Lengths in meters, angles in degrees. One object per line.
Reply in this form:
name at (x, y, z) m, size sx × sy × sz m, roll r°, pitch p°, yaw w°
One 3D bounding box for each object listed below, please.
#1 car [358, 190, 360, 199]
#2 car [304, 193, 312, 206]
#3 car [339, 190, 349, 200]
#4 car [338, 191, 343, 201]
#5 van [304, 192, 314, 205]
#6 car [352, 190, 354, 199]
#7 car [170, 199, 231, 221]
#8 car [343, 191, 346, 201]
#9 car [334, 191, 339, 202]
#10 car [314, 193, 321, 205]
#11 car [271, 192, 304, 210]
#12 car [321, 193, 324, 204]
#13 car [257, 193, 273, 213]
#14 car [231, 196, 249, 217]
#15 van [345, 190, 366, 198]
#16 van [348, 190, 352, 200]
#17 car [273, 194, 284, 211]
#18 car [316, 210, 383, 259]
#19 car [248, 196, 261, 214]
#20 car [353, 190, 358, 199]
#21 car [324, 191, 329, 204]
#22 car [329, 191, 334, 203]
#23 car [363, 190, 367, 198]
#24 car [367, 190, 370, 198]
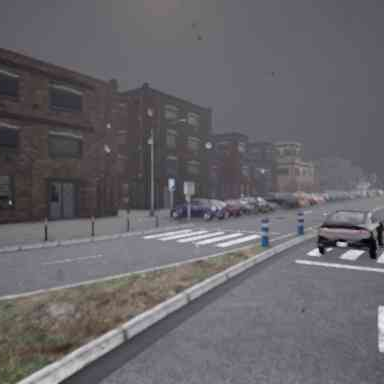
car at (32.602, 0.861, 71.302) m, size 4.892 × 1.521 × 2.231 m, roll 0°, pitch 0°, yaw 36°
car at (11.810, 1.218, 42.108) m, size 5.366 × 1.575 × 1.946 m, roll 0°, pitch 0°, yaw 36°
car at (26.160, 0.953, 62.351) m, size 4.892 × 1.521 × 2.231 m, roll 0°, pitch 0°, yaw 36°
car at (22.939, 1.006, 57.877) m, size 4.892 × 1.521 × 2.231 m, roll 0°, pitch 0°, yaw 36°
van at (13.363, 0.962, 44.385) m, size 4.442 × 1.987 × 1.878 m, roll 0°, pitch 0°, yaw 36°
car at (29.378, 0.944, 66.829) m, size 4.674 × 1.452 × 2.002 m, roll 0°, pitch 0°, yaw 36°
car at (0.405, 1.302, 26.527) m, size 4.553 × 1.767 × 2.185 m, roll 0°, pitch 0°, yaw 36°
car at (24.550, 0.979, 60.115) m, size 4.892 × 1.521 × 2.231 m, roll 0°, pitch 0°, yaw 36°
car at (21.328, 1.034, 55.639) m, size 4.892 × 1.521 × 2.231 m, roll 0°, pitch 0°, yaw 36°
car at (14.877, 1.155, 46.696) m, size 5.008 × 1.535 × 2.097 m, roll 0°, pitch 0°, yaw 36°
car at (10.023, 1.004, 39.994) m, size 5.566 × 2.045 × 2.435 m, roll 0°, pitch 0°, yaw 36°
car at (16.465, 0.997, 48.948) m, size 4.553 × 1.767 × 2.185 m, roll 0°, pitch 0°, yaw 36°
car at (5.239, 1.226, 33.243) m, size 4.553 × 1.767 × 2.185 m, roll 0°, pitch 0°, yaw 36°
car at (1.990, 1.406, 28.791) m, size 5.008 × 1.535 × 2.097 m, roll 0°, pitch 0°, yaw 36°
van at (40.554, 0.545, 82.563) m, size 4.442 × 1.987 × 1.878 m, roll 0°, pitch 0°, yaw 36°
van at (27.931, 0.700, 64.624) m, size 4.442 × 1.987 × 1.878 m, roll 0°, pitch 0°, yaw 36°
car at (6.824, 1.324, 35.508) m, size 4.892 × 1.521 × 2.231 m, roll 0°, pitch 0°, yaw 36°
car at (6.059, 1.430, 12.541) m, size 2.128 × 1.511 × 4.902 m, roll 0°, pitch 0°, yaw 33°
car at (3.607, 1.419, 31.023) m, size 4.674 × 1.452 × 2.002 m, roll 0°, pitch 0°, yaw 36°
car at (30.837, 0.880, 69.177) m, size 5.366 × 1.575 × 1.946 m, roll 0°, pitch 0°, yaw 36°
car at (18.076, 0.967, 51.185) m, size 4.553 × 1.767 × 2.185 m, roll 0°, pitch 0°, yaw 36°
car at (19.737, 0.936, 53.387) m, size 4.553 × 1.767 × 2.185 m, roll 0°, pitch 0°, yaw 36°
car at (37.425, 0.802, 78.023) m, size 5.008 × 1.535 × 2.097 m, roll 0°, pitch 0°, yaw 36°
car at (39.014, 0.534, 80.272) m, size 5.566 × 2.045 × 2.435 m, roll 0°, pitch 0°, yaw 36°
